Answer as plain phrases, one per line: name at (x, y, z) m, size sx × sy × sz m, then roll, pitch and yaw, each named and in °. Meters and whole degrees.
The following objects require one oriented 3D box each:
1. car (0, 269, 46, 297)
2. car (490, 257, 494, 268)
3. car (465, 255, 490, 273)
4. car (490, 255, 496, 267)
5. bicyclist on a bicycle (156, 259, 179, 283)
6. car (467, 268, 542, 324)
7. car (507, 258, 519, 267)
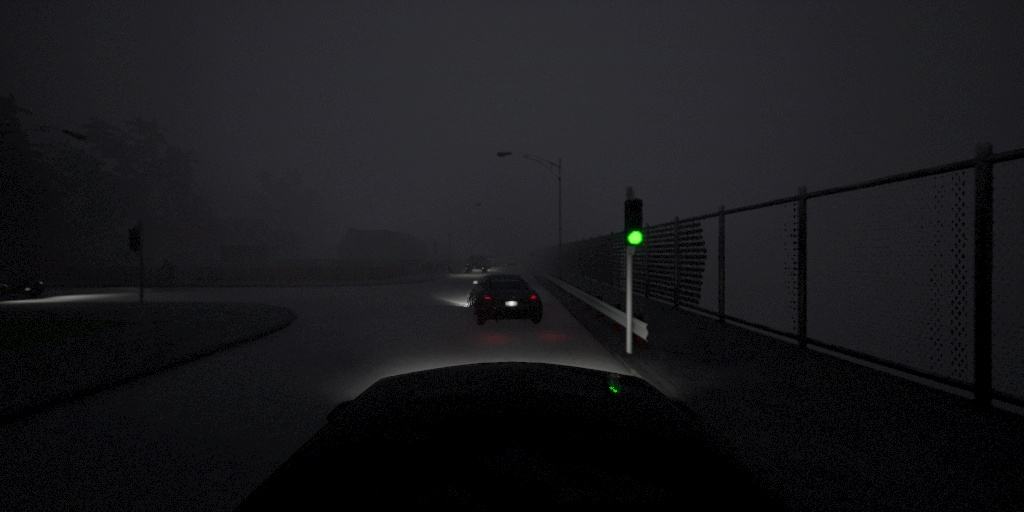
car at (-24.502, 1.240, 16.409) m, size 4.674 × 1.442 × 1.812 m, roll 0°, pitch 0°, yaw 0°
car at (-4.083, 1.152, 51.879) m, size 1.812 × 1.442 × 4.674 m, roll 0°, pitch 0°, yaw 0°
car at (-4.101, 0.872, 41.962) m, size 2.150 × 2.045 × 5.566 m, roll 0°, pitch 0°, yaw 0°
car at (-4.005, 0.821, 62.619) m, size 2.150 × 2.045 × 5.566 m, roll 0°, pitch 0°, yaw 0°
bicyclist on a bicycle at (-23.796, 1.042, 24.802) m, size 0.582 × 1.620 × 1.656 m, roll 0°, pitch 0°, yaw 0°
car at (-0.338, 1.289, 11.974) m, size 1.994 × 1.385 × 4.181 m, roll 0°, pitch 0°, yaw -9°
car at (0.096, 1.087, 63.640) m, size 2.128 × 1.511 × 4.902 m, roll 0°, pitch 0°, yaw 0°
